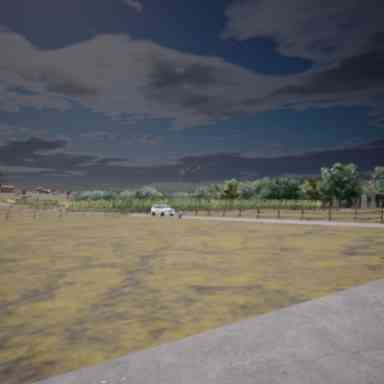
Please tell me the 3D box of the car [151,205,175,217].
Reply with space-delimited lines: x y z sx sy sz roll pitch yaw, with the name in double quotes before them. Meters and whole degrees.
"car" -5.232 3.331 59.517 2.150 2.045 5.566 2 -3 -35
